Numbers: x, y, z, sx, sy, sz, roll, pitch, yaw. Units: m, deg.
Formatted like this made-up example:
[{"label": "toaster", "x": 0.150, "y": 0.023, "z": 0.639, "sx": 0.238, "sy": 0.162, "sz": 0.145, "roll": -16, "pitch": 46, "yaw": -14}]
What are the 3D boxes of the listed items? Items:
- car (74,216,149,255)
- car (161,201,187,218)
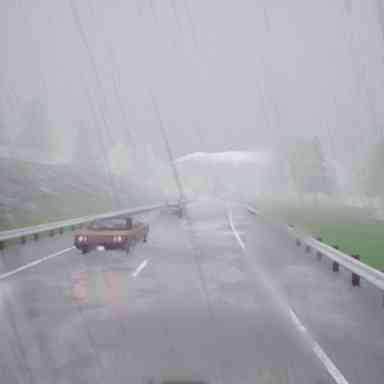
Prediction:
[{"label": "car", "x": -2.990, "y": 1.629, "z": 13.510, "sx": 1.895, "sy": 1.301, "sz": 4.718, "roll": 0, "pitch": 0, "yaw": 3}, {"label": "car", "x": -1.602, "y": 1.563, "z": 30.610, "sx": 2.128, "sy": 1.511, "sz": 4.902, "roll": 0, "pitch": 0, "yaw": 6}]
